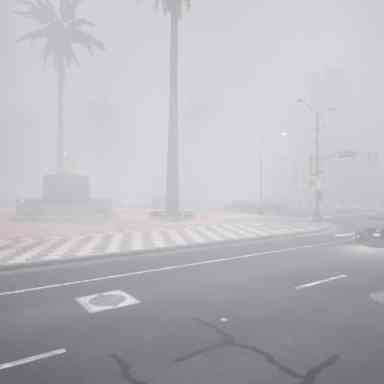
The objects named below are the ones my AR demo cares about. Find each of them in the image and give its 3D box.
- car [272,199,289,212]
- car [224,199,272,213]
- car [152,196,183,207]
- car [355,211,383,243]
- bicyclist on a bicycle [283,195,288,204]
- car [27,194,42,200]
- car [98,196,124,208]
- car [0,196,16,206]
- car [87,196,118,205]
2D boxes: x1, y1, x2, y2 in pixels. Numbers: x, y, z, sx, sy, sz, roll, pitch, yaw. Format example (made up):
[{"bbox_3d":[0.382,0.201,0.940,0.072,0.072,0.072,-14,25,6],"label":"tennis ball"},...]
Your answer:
[{"bbox_3d":[9.229,1.526,39.302,1.812,1.442,4.674,0,0,-39],"label":"car"},{"bbox_3d":[6.038,1.547,37.920,2.033,1.411,5.357,0,0,-39],"label":"car"},{"bbox_3d":[-3.555,1.351,49.204,4.553,1.767,2.097,0,0,21],"label":"car"},{"bbox_3d":[9.044,1.564,14.904,4.181,1.385,1.994,0,0,-41],"label":"car"},{"bbox_3d":[15.280,1.301,54.441,0.582,1.620,1.656,0,0,42],"label":"bicyclist on a bicycle"},{"bbox_3d":[-26.037,1.221,58.550,5.566,2.045,2.150,0,0,-10],"label":"car"},{"bbox_3d":[-12.384,1.493,48.201,4.902,1.511,2.128,0,0,7],"label":"car"},{"bbox_3d":[-31.100,1.505,53.609,4.892,1.490,1.837,0,0,-16],"label":"car"},{"bbox_3d":[-15.829,1.492,59.107,4.902,1.511,2.128,0,0,2],"label":"car"}]
